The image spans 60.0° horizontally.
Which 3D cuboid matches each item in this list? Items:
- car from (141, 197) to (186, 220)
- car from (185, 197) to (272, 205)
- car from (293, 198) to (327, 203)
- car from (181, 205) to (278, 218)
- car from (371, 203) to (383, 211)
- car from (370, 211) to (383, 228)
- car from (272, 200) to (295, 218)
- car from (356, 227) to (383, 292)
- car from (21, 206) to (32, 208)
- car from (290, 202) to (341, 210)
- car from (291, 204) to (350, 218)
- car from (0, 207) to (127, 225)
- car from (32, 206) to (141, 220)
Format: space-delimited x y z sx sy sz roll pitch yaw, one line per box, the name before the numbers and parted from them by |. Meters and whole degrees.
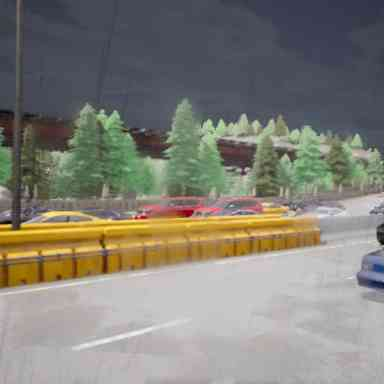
car | -1.390 1.400 24.483 5.566 2.045 2.150 1 -1 -36
car | 2.631 1.435 23.052 5.566 2.045 2.150 1 -1 -35
car | 10.960 1.324 33.278 5.008 1.535 1.882 -1 1 -36
car | 2.148 1.662 18.419 4.902 1.511 2.128 1 -1 -35
car | 17.621 1.646 29.461 4.892 1.490 1.837 -2 1 -36
car | 10.497 1.751 15.562 4.892 1.490 1.837 0 0 -36
car | 6.729 1.762 30.232 5.008 1.535 1.882 0 0 -36
car | 6.161 1.682 8.144 5.357 1.411 2.033 1 -1 -36
car | -9.433 1.532 18.759 4.902 1.511 2.128 1 -1 -36
car | 10.849 1.835 28.881 4.181 1.385 1.994 -1 0 -36
car | 9.453 1.808 23.611 4.674 1.442 1.812 0 0 -35
car | -5.364 1.519 13.031 5.008 1.535 1.882 1 -1 -36
car | -5.407 1.580 17.333 4.892 1.490 1.837 1 -1 -36
